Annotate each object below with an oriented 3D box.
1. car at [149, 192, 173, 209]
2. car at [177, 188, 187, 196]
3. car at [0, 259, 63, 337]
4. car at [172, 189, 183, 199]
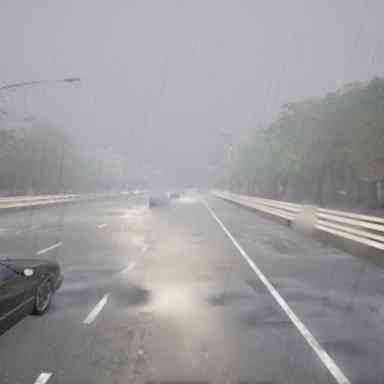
[{"bbox_3d":[-3.432,0.992,35.716,1.882,1.535,5.008,0,1,0],"label":"car"},{"bbox_3d":[-3.202,0.016,88.996,2.150,2.045,5.566,0,1,0],"label":"car"},{"bbox_3d":[-3.499,1.487,4.208,2.033,1.411,5.357,0,1,0],"label":"car"},{"bbox_3d":[-3.308,0.629,64.859,1.837,1.490,4.892,0,1,0],"label":"car"}]
